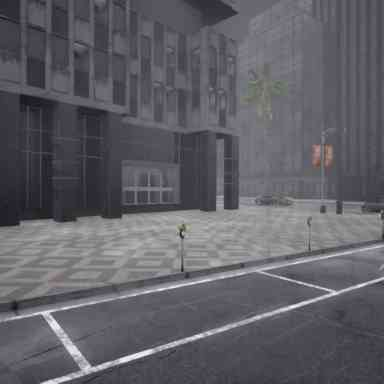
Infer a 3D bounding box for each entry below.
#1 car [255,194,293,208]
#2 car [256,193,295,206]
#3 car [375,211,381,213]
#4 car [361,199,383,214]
[{"bbox_3d":[9.763,1.045,40.180,1.837,1.490,4.892,0,1,-35],"label":"car"},{"bbox_3d":[10.998,0.982,44.059,1.882,1.535,5.008,0,1,-35],"label":"car"},{"bbox_3d":[9.661,1.553,13.541,4.403,1.369,2.008,0,0,-36],"label":"car"},{"bbox_3d":[17.355,1.335,29.466,1.994,1.385,4.181,0,1,-36],"label":"car"}]
